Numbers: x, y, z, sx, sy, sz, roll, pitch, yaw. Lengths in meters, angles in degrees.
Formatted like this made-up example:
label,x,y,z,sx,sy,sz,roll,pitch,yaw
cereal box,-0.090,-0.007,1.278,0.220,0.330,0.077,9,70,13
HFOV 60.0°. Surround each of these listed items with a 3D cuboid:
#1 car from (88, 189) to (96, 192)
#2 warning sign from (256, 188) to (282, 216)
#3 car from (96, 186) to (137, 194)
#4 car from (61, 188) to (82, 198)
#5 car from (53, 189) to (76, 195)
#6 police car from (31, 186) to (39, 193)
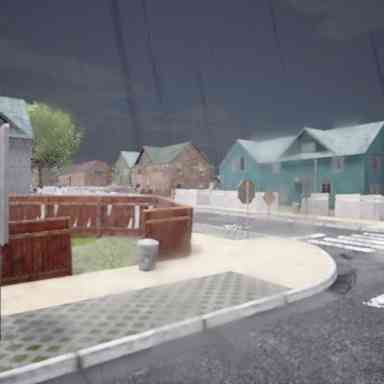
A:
label,x,y,z,sx,sy,sz,roll,pitch,yaw
car,-13.023,0.386,44.140,1.882,1.535,5.008,0,1,-35
warning sign,5.253,0.656,22.683,1.300,1.860,1.060,-1,1,-35
car,-6.345,0.460,29.766,2.150,2.045,5.566,0,1,-35
car,-19.113,0.206,52.629,1.812,1.442,4.674,0,1,-35
car,-18.371,0.381,46.839,1.895,1.301,4.718,0,1,-35
police car,-38.944,-0.656,82.171,1.930,1.638,5.238,0,1,-35
